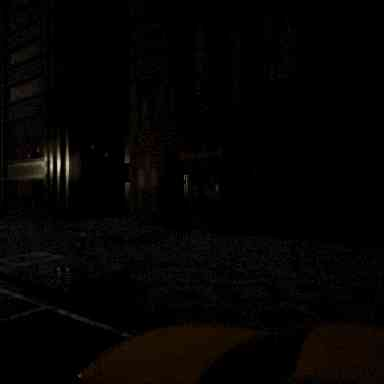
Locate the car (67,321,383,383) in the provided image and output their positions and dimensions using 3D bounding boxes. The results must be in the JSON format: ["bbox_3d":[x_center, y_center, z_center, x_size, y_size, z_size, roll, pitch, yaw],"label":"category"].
[{"bbox_3d":[1.113,1.525,2.170,4.829,1.417,1.752,0,0,35],"label":"car"}]
